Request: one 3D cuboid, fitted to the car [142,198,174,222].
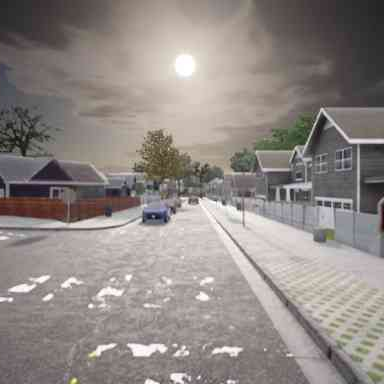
[{"bbox_3d":[-2.768,1.514,26.551,1.882,1.535,5.008,0,0,0],"label":"car"}]

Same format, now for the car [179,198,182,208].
[{"bbox_3d":[-2.682,1.460,50.820,2.097,1.767,4.553,0,0,1],"label":"car"}]

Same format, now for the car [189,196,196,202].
[{"bbox_3d":[0.258,1.833,88.972,1.812,1.442,4.674,0,0,0],"label":"car"}]

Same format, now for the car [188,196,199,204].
[{"bbox_3d":[0.304,1.542,69.666,2.097,1.767,4.553,0,0,0],"label":"car"}]

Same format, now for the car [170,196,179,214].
[{"bbox_3d":[-2.714,1.540,36.819,1.882,1.535,5.008,0,0,-1],"label":"car"}]
